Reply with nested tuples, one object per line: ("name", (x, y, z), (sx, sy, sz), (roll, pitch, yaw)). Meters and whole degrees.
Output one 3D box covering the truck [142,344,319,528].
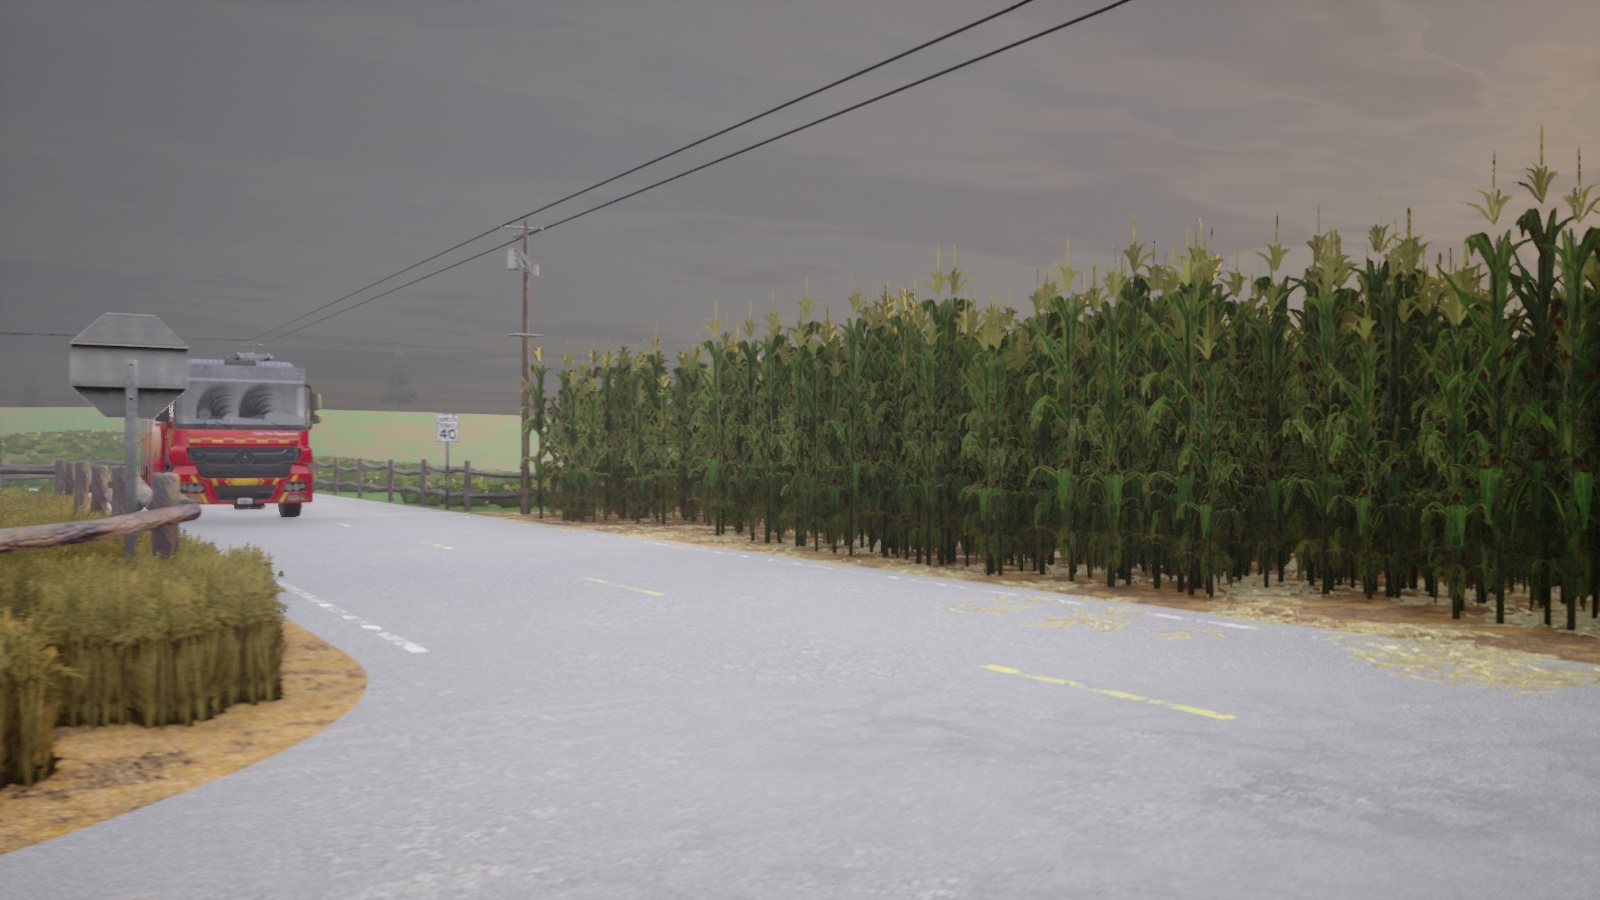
("truck", (-14.012, -0.279, 30.446), (2.891, 3.827, 8.468), (0, 0, -32))
